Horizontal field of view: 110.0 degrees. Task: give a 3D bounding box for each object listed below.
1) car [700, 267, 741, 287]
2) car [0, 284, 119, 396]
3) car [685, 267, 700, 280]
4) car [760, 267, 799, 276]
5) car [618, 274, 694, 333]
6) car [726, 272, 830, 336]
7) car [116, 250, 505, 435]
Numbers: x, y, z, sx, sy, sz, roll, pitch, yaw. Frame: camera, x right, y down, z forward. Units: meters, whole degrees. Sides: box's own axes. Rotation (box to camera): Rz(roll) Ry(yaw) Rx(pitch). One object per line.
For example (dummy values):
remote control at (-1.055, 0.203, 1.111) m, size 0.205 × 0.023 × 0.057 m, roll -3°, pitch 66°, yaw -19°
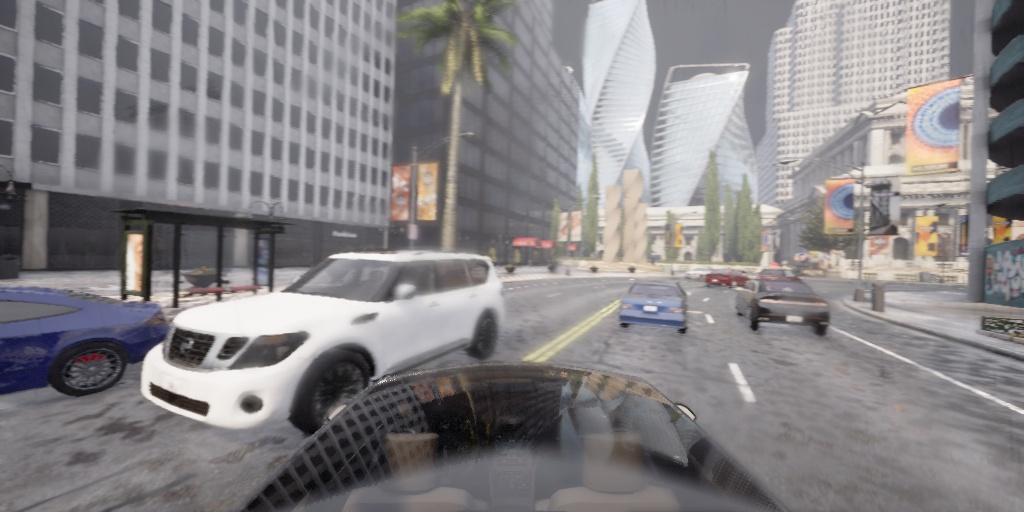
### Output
car at (17.563, 1.786, 29.172) m, size 5.008 × 1.535 × 1.882 m, roll 2°, pitch 0°, yaw -39°
car at (-6.853, 1.069, 3.933) m, size 1.812 × 1.442 × 4.674 m, roll 2°, pitch 0°, yaw 25°
car at (21.424, 1.969, 40.116) m, size 4.674 × 1.442 × 1.812 m, roll 2°, pitch 0°, yaw -25°
car at (19.542, 1.718, 26.270) m, size 4.553 × 1.767 × 2.097 m, roll 2°, pitch 0°, yaw -40°
car at (4.689, 1.449, 11.638) m, size 2.033 × 1.411 × 5.357 m, roll 2°, pitch 0°, yaw 25°
car at (8.671, 1.514, 11.840) m, size 2.128 × 1.511 × 4.902 m, roll 2°, pitch 0°, yaw 26°
car at (-2.062, 0.912, 5.931) m, size 2.150 × 2.045 × 5.566 m, roll 2°, pitch 0°, yaw 25°
